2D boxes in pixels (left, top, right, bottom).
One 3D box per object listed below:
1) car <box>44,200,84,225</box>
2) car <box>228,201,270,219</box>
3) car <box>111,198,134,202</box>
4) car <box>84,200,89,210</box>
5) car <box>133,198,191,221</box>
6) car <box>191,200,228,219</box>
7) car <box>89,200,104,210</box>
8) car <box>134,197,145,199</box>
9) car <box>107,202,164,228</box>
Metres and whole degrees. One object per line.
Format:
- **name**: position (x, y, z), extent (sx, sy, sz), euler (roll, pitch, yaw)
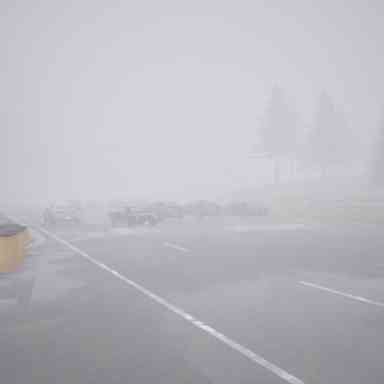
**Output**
- **car**: position (-9.671, 1.549, 24.537), extent (1.812, 1.442, 4.674), euler (0, 0, -32)
- **car**: position (4.282, 1.464, 28.692), extent (2.033, 1.411, 5.357), euler (0, 0, -32)
- **car**: position (-9.882, 1.590, 44.541), extent (1.895, 1.301, 4.718), euler (0, 0, -32)
- **car**: position (-13.638, 1.576, 37.381), extent (2.033, 1.411, 5.357), euler (0, 0, -32)
- **car**: position (-2.470, 1.460, 26.272), extent (2.128, 1.511, 4.902), euler (0, 0, -32)
- **car**: position (0.488, 1.436, 28.142), extent (2.128, 1.511, 4.902), euler (0, 0, -32)
- **car**: position (-12.840, 1.615, 42.667), extent (1.895, 1.301, 4.718), euler (0, 0, -32)
- **car**: position (-7.701, 1.473, 47.635), extent (1.837, 1.490, 4.892), euler (0, 0, -32)
- **car**: position (-3.971, 1.588, 22.098), extent (1.895, 1.301, 4.718), euler (0, 0, -32)
